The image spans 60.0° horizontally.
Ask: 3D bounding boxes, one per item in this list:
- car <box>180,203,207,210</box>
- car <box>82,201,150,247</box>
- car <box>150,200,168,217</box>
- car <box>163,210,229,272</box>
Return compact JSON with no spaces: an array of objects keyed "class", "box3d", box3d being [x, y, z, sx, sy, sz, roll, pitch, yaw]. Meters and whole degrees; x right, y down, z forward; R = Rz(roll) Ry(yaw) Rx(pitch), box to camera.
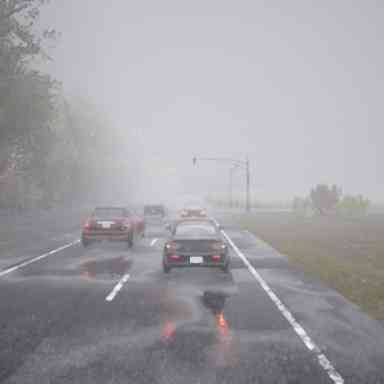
[{"class":"car","box3d":[0.116,1.553,24.512,1.812,1.442,4.674,0,0,0]},{"class":"car","box3d":[-3.392,1.368,15.306,2.097,1.767,4.553,0,0,0]},{"class":"car","box3d":[-3.386,1.512,31.353,1.882,1.535,5.008,0,0,0]},{"class":"car","box3d":[0.106,1.538,10.678,1.812,1.442,4.674,0,0,0]}]
